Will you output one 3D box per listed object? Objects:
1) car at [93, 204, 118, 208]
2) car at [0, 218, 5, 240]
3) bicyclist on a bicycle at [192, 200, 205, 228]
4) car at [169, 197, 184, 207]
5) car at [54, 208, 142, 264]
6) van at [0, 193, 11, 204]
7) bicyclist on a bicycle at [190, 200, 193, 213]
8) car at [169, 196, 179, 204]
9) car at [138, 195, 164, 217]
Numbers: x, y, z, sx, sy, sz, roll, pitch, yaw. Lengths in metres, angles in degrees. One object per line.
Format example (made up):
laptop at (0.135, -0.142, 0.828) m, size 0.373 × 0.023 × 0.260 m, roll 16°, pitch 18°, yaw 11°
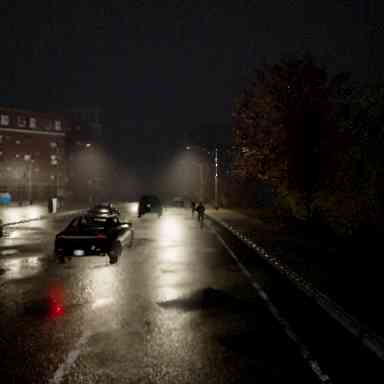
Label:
car at (-7.213, 1.657, 27.371) m, size 2.033 × 1.411 × 5.357 m, roll 0°, pitch 0°, yaw -2°
car at (-10.048, 1.587, 14.546) m, size 1.812 × 1.442 × 4.674 m, roll 0°, pitch 0°, yaw -1°
bicyclist on a bicycle at (0.525, 1.449, 20.564) m, size 0.659 × 1.776 × 1.843 m, roll 0°, pitch 0°, yaw -2°
car at (-2.367, 1.697, 56.736) m, size 2.128 × 1.511 × 4.902 m, roll 0°, pitch 0°, yaw -5°
car at (-3.304, 1.540, 12.015) m, size 2.128 × 1.511 × 4.902 m, roll 0°, pitch 0°, yaw -1°
van at (-33.564, 1.133, 57.541) m, size 3.998 × 1.788 × 1.690 m, roll 1°, pitch -1°, yaw -34°
bicyclist on a bicycle at (0.088, 1.572, 31.609) m, size 0.582 × 1.620 × 1.656 m, roll 0°, pitch 0°, yaw -3°
car at (-4.075, 1.738, 73.644) m, size 1.882 × 1.535 × 5.008 m, roll 0°, pitch 0°, yaw -6°
car at (-4.004, 1.347, 32.536) m, size 2.150 × 2.045 × 5.566 m, roll 0°, pitch 0°, yaw -3°
